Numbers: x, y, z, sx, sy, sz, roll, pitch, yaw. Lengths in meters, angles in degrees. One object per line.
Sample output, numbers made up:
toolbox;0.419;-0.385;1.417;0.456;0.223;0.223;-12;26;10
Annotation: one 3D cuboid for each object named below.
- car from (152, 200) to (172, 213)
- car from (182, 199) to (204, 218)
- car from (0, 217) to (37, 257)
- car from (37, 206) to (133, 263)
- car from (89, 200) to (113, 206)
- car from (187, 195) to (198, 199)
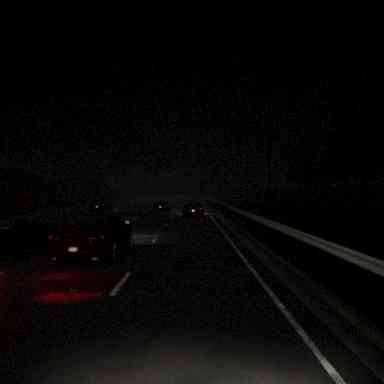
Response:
car;-3.397;1.576;37.652;1.994;1.385;4.181;0;0;0
car;0.104;1.573;30.445;1.994;1.385;4.181;0;0;0
car;-6.899;1.605;12.866;1.895;1.301;4.718;0;0;0
car;-3.399;1.481;11.976;1.882;1.535;5.008;0;0;0
car;-10.396;1.576;38.352;1.994;1.385;4.181;0;0;0
car;0.105;1.370;59.024;2.097;1.767;4.553;0;0;0
